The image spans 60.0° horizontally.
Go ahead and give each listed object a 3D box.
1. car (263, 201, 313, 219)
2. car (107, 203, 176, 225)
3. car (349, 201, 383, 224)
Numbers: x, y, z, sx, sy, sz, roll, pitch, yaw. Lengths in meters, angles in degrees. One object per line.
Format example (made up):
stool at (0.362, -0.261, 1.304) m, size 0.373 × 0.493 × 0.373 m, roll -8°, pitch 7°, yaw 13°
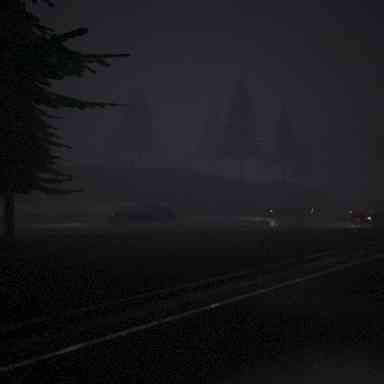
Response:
car at (8.850, 1.598, 30.582) m, size 4.892 × 1.490 × 1.837 m, roll 0°, pitch 0°, yaw -22°
car at (-3.604, 1.548, 23.964) m, size 4.902 × 1.511 × 2.128 m, roll 0°, pitch 0°, yaw -12°
car at (14.168, 1.440, 25.266) m, size 4.553 × 1.767 × 2.097 m, roll 0°, pitch 0°, yaw -25°
